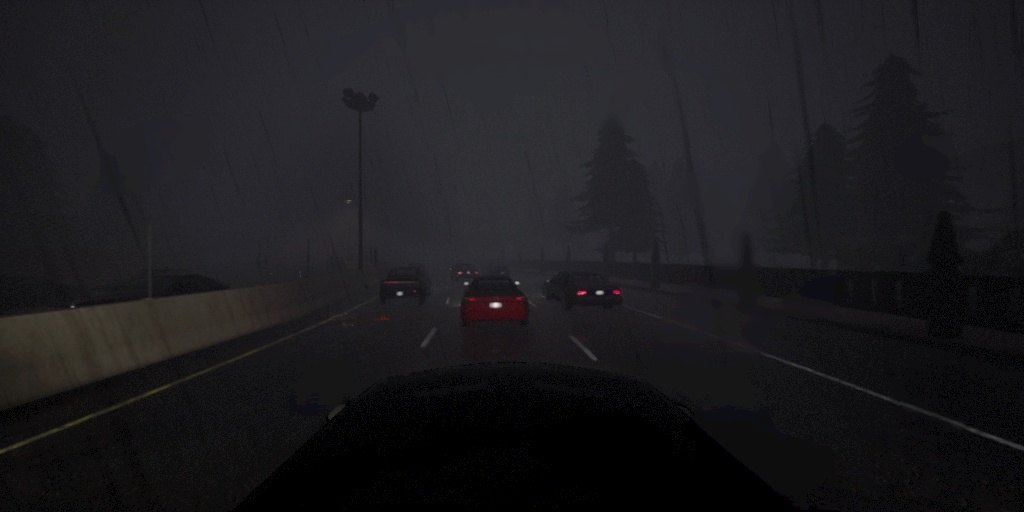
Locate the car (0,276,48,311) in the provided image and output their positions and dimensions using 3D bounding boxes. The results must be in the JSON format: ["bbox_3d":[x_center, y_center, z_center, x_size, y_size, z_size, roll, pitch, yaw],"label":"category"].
[{"bbox_3d":[-18.489,1.420,12.792,1.895,1.301,4.718,0,0,-8],"label":"car"}]

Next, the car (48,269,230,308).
[{"bbox_3d":[-11.349,1.318,11.726,1.812,1.442,4.674,0,0,-7],"label":"car"}]

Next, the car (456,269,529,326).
[{"bbox_3d":[-0.644,1.315,11.807,1.994,1.385,4.181,0,0,-6],"label":"car"}]

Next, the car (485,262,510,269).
[{"bbox_3d":[-1.503,1.278,33.298,1.812,1.442,4.674,0,0,-17],"label":"car"}]

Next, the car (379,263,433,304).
[{"bbox_3d":[-4.757,1.258,16.448,2.128,1.511,4.902,0,0,-8],"label":"car"}]

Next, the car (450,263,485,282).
[{"bbox_3d":[-3.986,1.309,29.527,2.033,1.411,5.357,0,0,-16],"label":"car"}]

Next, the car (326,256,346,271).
[{"bbox_3d":[-25.809,1.062,52.506,2.150,2.045,5.566,0,0,-32],"label":"car"}]

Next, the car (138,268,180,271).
[{"bbox_3d":[-15.427,1.299,15.546,2.128,1.511,4.902,0,0,-10],"label":"car"}]

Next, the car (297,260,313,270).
[{"bbox_3d":[-31.343,1.388,54.358,1.812,1.442,4.674,0,0,-35],"label":"car"}]

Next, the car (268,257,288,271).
[{"bbox_3d":[-34.400,1.096,52.661,2.150,2.045,5.566,0,0,-35],"label":"car"}]

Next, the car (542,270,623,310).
[{"bbox_3d":[2.626,1.286,14.575,2.033,1.411,5.357,0,0,-8],"label":"car"}]
